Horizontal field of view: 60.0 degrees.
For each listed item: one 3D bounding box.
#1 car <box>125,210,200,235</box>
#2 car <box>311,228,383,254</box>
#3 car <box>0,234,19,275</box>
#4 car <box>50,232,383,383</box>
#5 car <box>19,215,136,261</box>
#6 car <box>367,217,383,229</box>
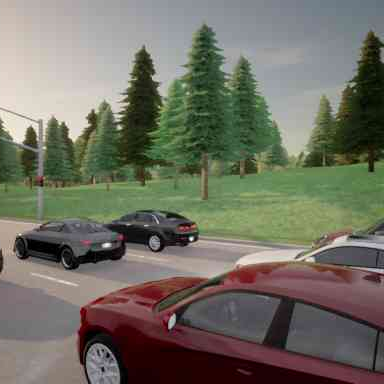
[{"bbox_3d":[-1.984,1.505,13.890,4.892,1.490,1.837,0,0,36],"label":"car"},{"bbox_3d":[3.013,1.526,6.138,4.674,1.442,1.812,0,0,35],"label":"car"},{"bbox_3d":[-6.628,1.526,8.615,4.674,1.442,1.812,0,0,36],"label":"car"},{"bbox_3d":[0.888,1.478,3.357,5.008,1.535,1.882,0,0,36],"label":"car"},{"bbox_3d":[-4.163,1.564,11.143,4.181,1.385,1.994,0,0,36],"label":"car"},{"bbox_3d":[5.491,1.352,8.671,4.553,1.767,2.097,0,0,36],"label":"car"}]
